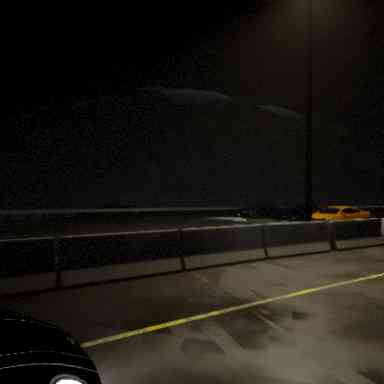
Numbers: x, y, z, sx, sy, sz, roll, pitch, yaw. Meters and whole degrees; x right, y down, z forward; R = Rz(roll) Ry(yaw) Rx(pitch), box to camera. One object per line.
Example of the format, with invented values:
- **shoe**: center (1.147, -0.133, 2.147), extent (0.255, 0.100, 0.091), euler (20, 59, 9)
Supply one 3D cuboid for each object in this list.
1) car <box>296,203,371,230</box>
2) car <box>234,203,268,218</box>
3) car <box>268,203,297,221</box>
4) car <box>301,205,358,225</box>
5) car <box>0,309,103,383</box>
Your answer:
- **car**: center (9.575, 1.664, 21.877), extent (5.008, 1.535, 1.882), euler (1, 0, -28)
- **car**: center (6.710, 1.754, 32.256), extent (5.357, 1.411, 2.033), euler (1, 0, -27)
- **car**: center (9.635, 1.700, 29.776), extent (5.008, 1.535, 1.882), euler (1, 0, -27)
- **car**: center (10.976, 1.785, 26.520), extent (4.181, 1.385, 1.994), euler (1, 0, -27)
- **car**: center (-2.724, 1.332, 1.717), extent (4.553, 1.767, 2.097), euler (1, 0, -36)
